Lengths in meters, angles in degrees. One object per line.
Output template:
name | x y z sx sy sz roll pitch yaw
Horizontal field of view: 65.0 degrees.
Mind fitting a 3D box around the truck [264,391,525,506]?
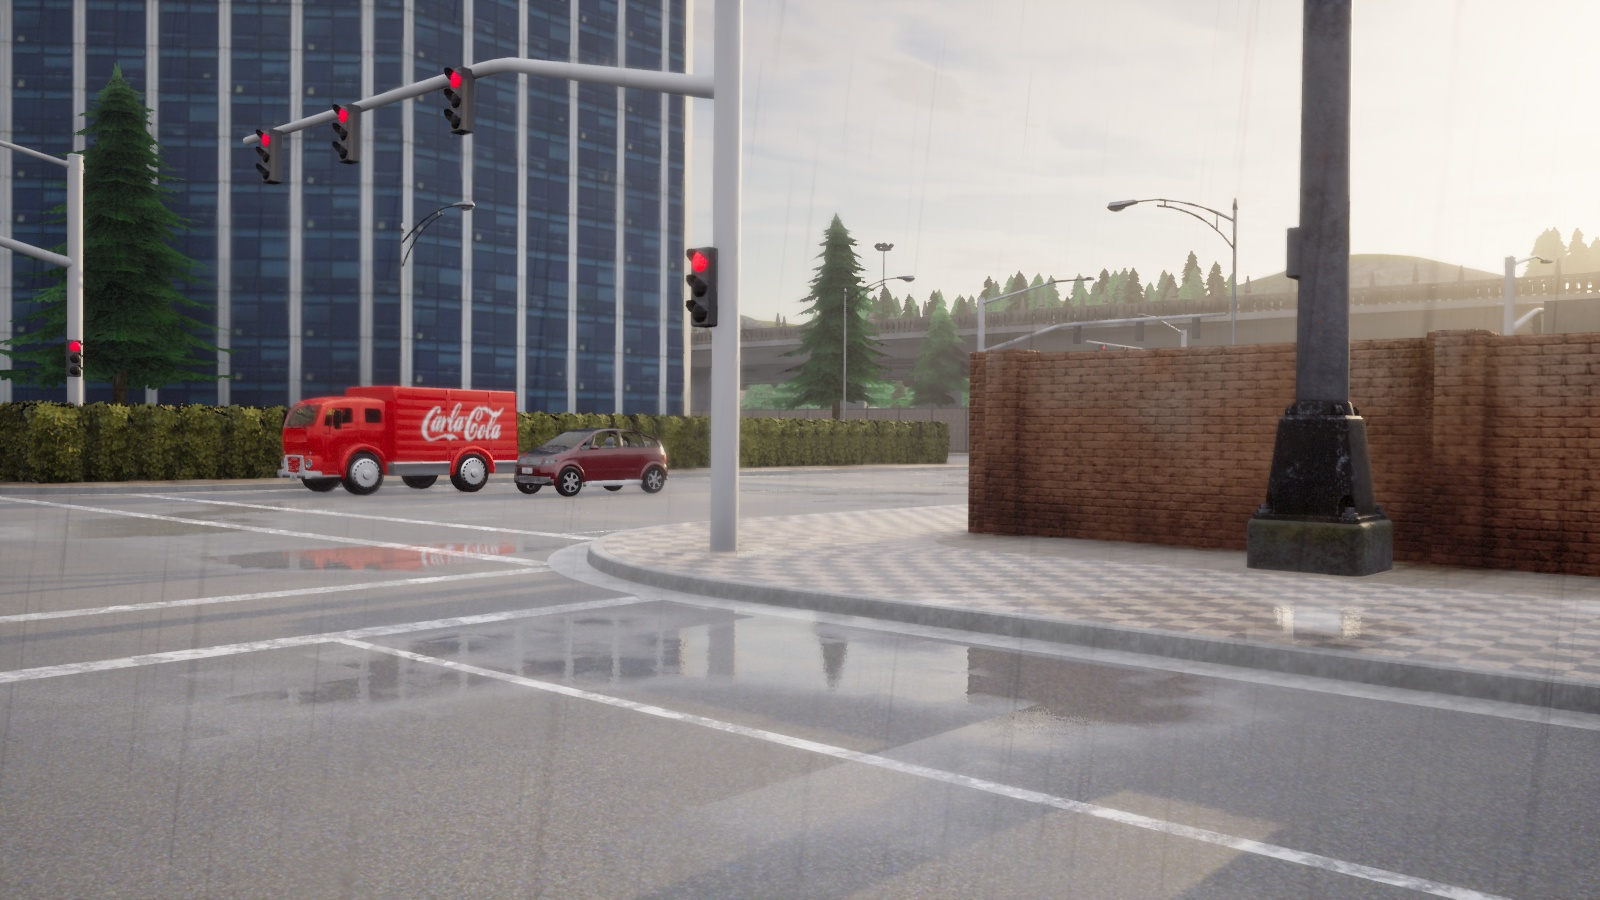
truck | -9.437 -0.074 29.588 2.627 2.467 5.204 0 1 41

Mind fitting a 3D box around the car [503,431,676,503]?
car | -4.882 0.352 29.483 1.789 1.549 3.705 0 1 41
